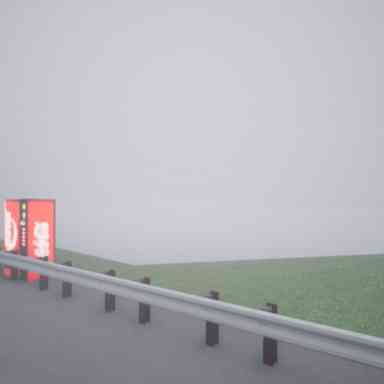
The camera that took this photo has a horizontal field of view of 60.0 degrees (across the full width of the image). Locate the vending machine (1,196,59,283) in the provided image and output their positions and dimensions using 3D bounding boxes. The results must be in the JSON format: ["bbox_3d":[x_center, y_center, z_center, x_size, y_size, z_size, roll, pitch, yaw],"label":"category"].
[{"bbox_3d":[-4.295,1.176,8.837,0.880,2.100,1.100,0,0,36],"label":"vending machine"}]
